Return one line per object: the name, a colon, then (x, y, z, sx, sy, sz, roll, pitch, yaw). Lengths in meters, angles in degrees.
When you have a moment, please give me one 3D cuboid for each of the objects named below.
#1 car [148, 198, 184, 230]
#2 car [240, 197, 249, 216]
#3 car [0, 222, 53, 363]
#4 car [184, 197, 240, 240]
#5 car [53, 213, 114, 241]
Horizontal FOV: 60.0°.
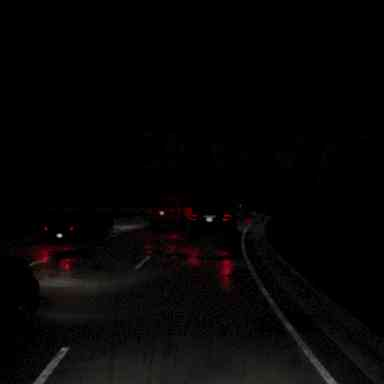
car: (-1.249, 1.413, 23.153, 2.150, 2.045, 5.566, 0, -1, 13)
car: (4.899, 1.512, 36.226, 2.150, 2.045, 5.566, 0, 0, 2)
car: (-3.447, 1.252, 2.822, 2.150, 2.045, 5.566, 0, 0, 0)
car: (1.262, 1.369, 18.007, 2.150, 2.045, 5.566, 0, 0, 10)
car: (-5.855, 1.757, 17.771, 1.895, 1.301, 4.718, 0, 0, 9)
